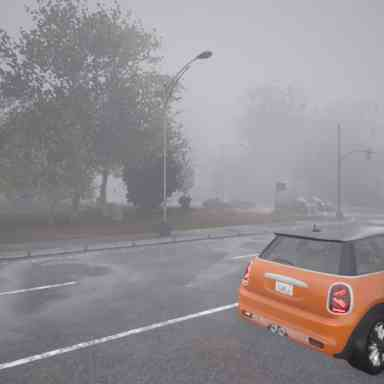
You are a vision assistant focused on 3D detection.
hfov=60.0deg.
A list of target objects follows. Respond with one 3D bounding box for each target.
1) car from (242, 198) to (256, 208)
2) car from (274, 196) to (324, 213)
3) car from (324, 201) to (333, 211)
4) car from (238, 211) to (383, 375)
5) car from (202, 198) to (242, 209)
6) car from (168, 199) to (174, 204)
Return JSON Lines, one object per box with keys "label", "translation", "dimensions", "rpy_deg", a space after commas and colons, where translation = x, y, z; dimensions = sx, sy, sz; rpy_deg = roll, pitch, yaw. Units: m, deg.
{"label": "car", "translation": [6.620, 1.511, 46.171], "dimensions": [1.895, 1.301, 4.718], "rpy_deg": [0, 0, -38]}
{"label": "car", "translation": [10.942, 1.273, 34.943], "dimensions": [2.097, 1.767, 4.553], "rpy_deg": [0, 0, -38]}
{"label": "car", "translation": [13.445, 1.261, 37.425], "dimensions": [2.097, 1.767, 4.553], "rpy_deg": [0, 0, -38]}
{"label": "car", "translation": [3.014, 1.347, 5.825], "dimensions": [4.553, 1.767, 2.097], "rpy_deg": [0, 0, -35]}
{"label": "car", "translation": [3.625, 1.470, 44.319], "dimensions": [2.033, 1.411, 5.357], "rpy_deg": [0, 0, -38]}
{"label": "car", "translation": [-5.257, 1.391, 61.475], "dimensions": [1.882, 1.535, 5.008], "rpy_deg": [0, 0, -37]}
